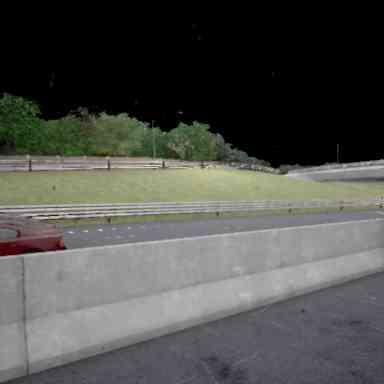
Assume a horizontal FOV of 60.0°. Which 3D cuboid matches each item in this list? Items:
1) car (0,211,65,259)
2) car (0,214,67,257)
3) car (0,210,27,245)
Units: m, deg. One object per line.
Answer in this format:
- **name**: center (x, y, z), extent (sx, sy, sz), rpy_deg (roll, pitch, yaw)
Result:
- **car**: center (-7.175, 1.524, 11.759), extent (4.674, 1.442, 1.812), rpy_deg (0, 0, -36)
- **car**: center (-5.831, 1.478, 8.432), extent (5.008, 1.535, 1.882), rpy_deg (0, 0, -36)
- **car**: center (-9.610, 1.564, 14.335), extent (4.181, 1.385, 1.994), rpy_deg (0, 0, -35)
